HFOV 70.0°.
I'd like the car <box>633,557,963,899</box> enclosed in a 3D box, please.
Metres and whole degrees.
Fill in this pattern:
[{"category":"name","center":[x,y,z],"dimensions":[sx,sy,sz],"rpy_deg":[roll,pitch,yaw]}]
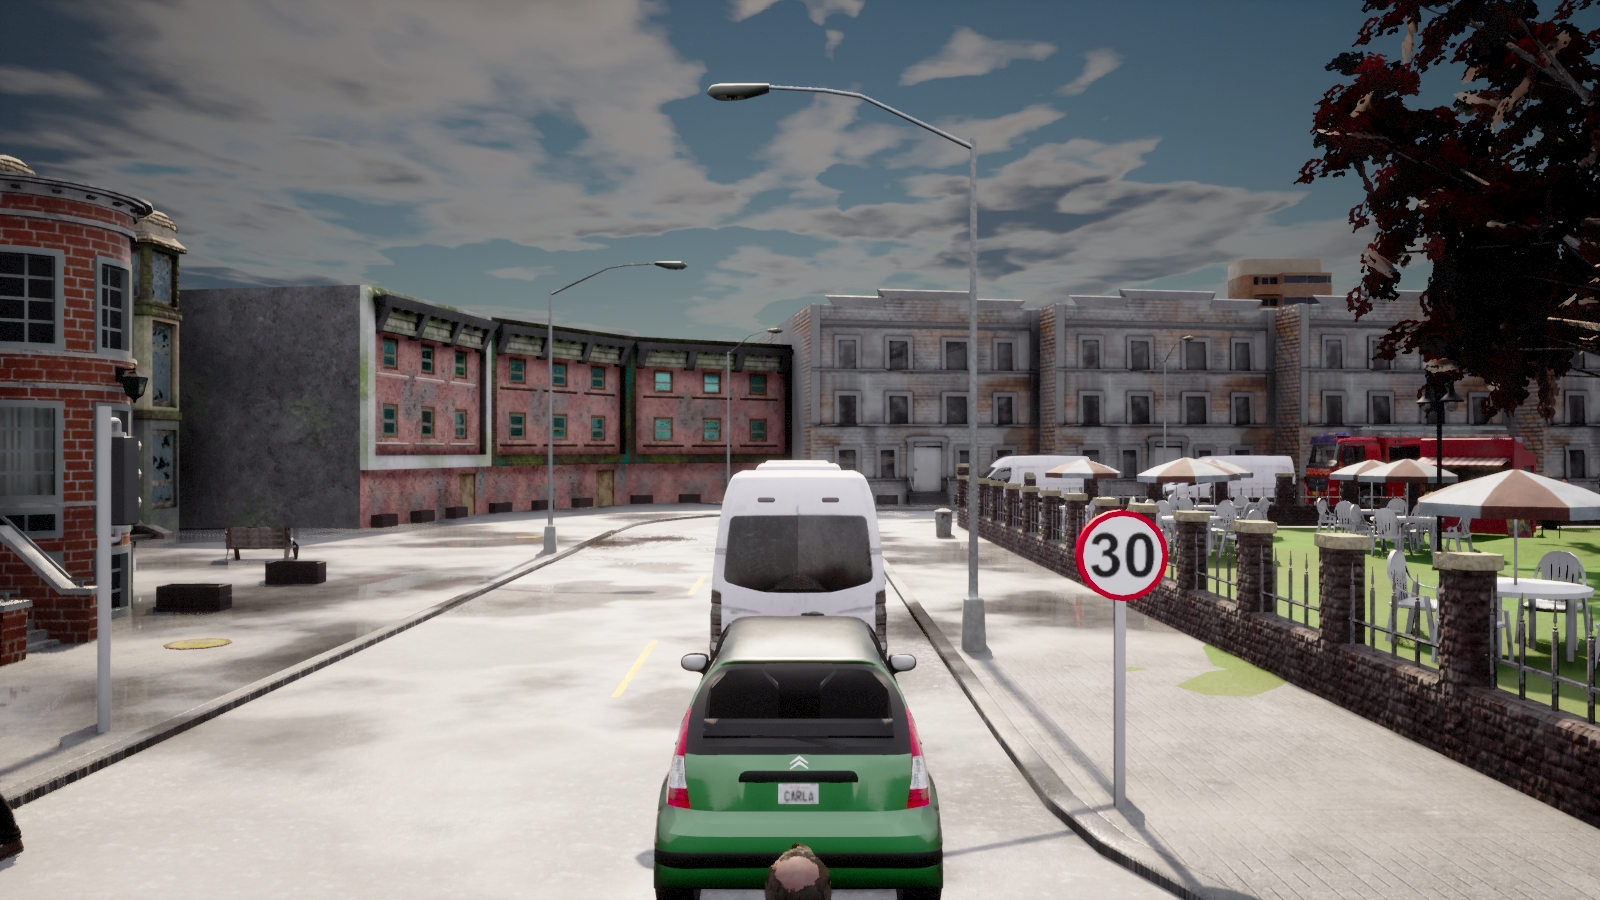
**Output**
[{"category":"car","center":[-0.015,1.779,8.404],"dimensions":[1.851,1.617,3.988],"rpy_deg":[0,0,0]}]

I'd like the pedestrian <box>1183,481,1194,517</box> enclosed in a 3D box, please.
[{"category":"pedestrian","center":[14.422,1.805,42.394],"dimensions":[0.375,1.300,0.375],"rpy_deg":[0,0,16]}]

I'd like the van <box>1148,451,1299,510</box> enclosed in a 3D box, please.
[{"category":"van","center":[18.646,1.314,50.452],"dimensions":[5.915,2.561,1.988],"rpy_deg":[0,0,0]}]

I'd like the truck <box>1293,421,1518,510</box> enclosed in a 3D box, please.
[{"category":"truck","center":[26.739,0.670,50.713],"dimensions":[8.468,3.827,2.891],"rpy_deg":[0,0,0]}]

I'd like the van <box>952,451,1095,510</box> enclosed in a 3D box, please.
[{"category":"van","center":[9.811,1.315,50.428],"dimensions":[5.915,2.561,1.988],"rpy_deg":[0,0,0]}]

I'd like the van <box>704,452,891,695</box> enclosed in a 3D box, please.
[{"category":"van","center":[-0.025,1.315,15.105],"dimensions":[1.988,2.561,5.915],"rpy_deg":[0,0,0]}]
